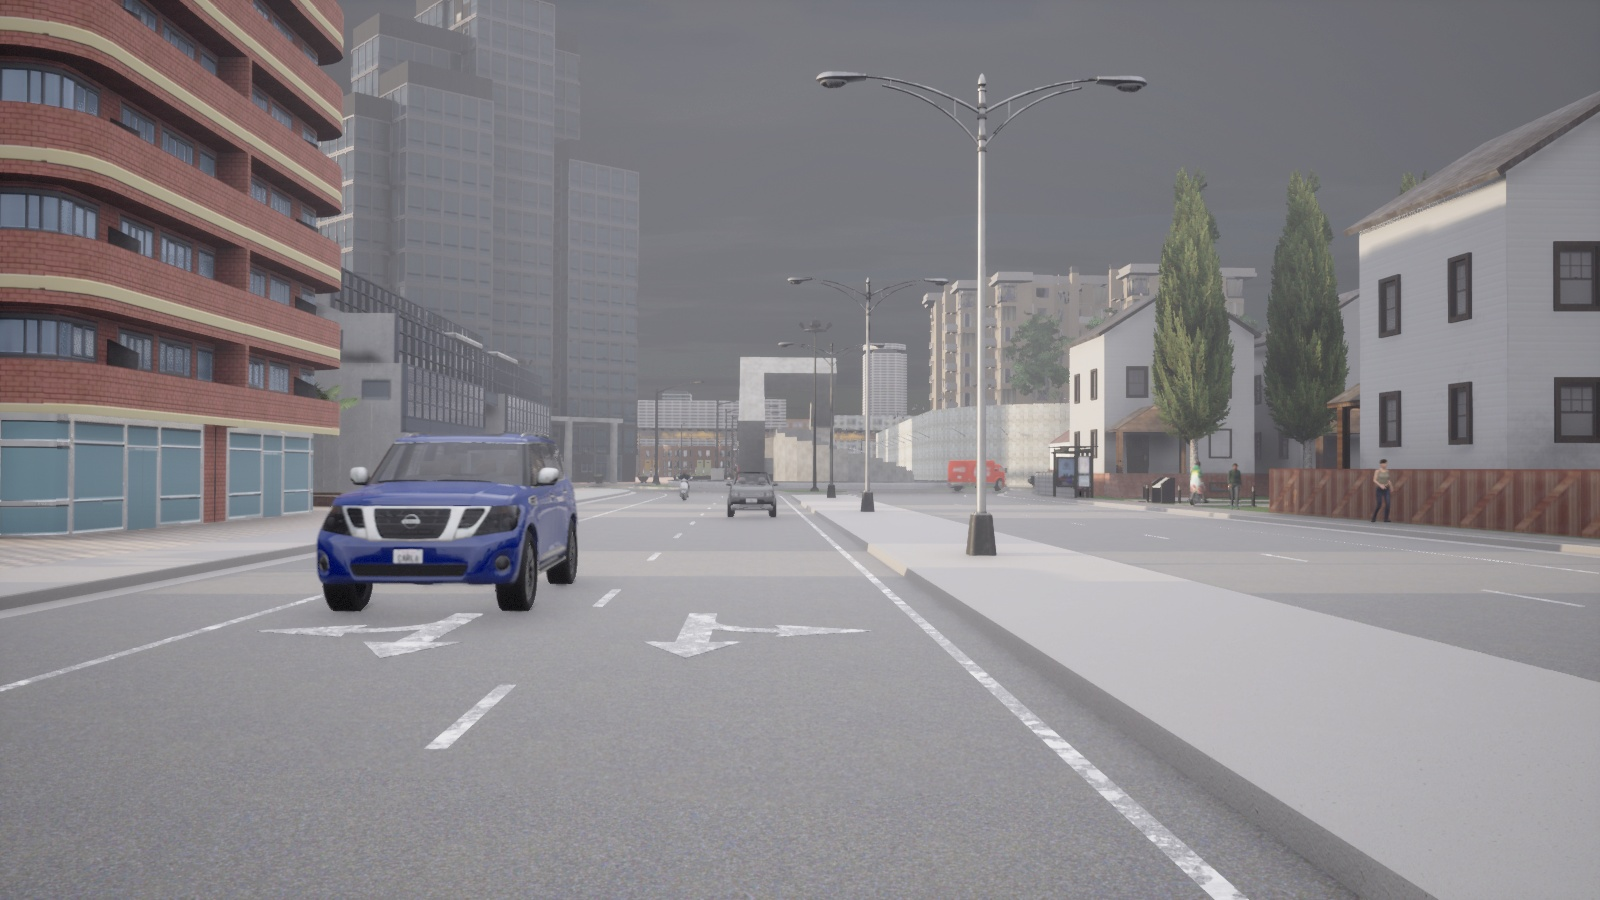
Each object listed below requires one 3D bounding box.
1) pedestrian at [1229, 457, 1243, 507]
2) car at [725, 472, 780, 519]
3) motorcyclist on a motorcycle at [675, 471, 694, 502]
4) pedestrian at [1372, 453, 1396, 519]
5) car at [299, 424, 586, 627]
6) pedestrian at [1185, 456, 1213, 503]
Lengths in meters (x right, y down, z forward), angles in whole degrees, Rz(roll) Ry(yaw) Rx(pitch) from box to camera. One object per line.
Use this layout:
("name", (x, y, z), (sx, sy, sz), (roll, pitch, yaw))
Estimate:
("pedestrian", (16.385, 1.191, 47.167), (0.353, 1.847, 0.614), (0, -1, 8))
("car", (-1.634, 1.520, 43.016), (1.789, 1.549, 3.705), (0, -1, -2))
("motorcyclist on a motorcycle", (-5.970, 1.879, 64.924), (0.866, 1.590, 1.817), (0, -1, -2))
("pedestrian", (16.421, 0.995, 35.310), (0.345, 1.836, 0.594), (0, -1, -1))
("car", (-4.092, 0.810, 15.521), (2.150, 2.045, 5.566), (0, -1, -2))
("pedestrian", (16.726, 1.235, 52.645), (0.873, 1.952, 0.659), (0, -1, -25))
